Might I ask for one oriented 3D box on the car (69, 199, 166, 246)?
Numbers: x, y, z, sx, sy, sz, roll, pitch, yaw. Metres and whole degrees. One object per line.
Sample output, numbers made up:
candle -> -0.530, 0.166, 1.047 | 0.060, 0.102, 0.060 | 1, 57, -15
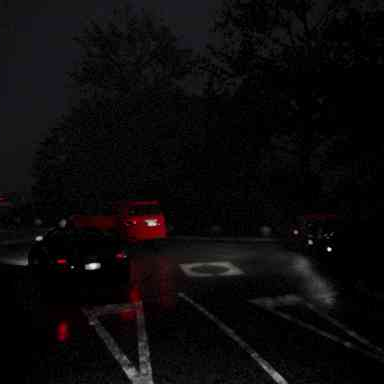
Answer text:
car -> -3.538, 1.353, 14.890 | 5.566, 2.045, 2.150 | -1, 0, 44

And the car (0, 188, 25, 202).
car -> -27.501, 0.681, 50.842 | 1.837, 1.490, 4.892 | 0, 3, -10

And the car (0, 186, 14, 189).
car -> -43.315, -0.711, 75.766 | 2.163, 1.488, 4.792 | 0, 3, -9

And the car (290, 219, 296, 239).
car -> 7.032, 1.305, 13.890 | 5.566, 2.045, 2.150 | 0, 0, -4

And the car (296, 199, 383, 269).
car -> 6.620, 1.283, 10.899 | 5.566, 2.045, 2.150 | 0, 0, 0

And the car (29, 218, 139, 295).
car -> -3.235, 1.653, 9.196 | 1.994, 1.385, 4.181 | 0, 0, -30
